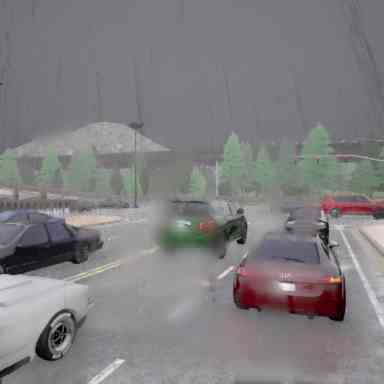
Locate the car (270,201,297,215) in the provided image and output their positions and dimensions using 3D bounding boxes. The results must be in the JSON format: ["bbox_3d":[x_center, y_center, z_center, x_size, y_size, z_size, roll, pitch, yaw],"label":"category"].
[{"bbox_3d":[9.937,1.564,33.024,4.181,1.385,1.994,0,0,20],"label":"car"}]

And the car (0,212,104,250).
[{"bbox_3d":[-4.731,1.547,9.426,2.033,1.411,5.357,0,0,22],"label":"car"}]

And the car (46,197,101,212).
[{"bbox_3d":[-13.507,1.543,37.682,5.357,1.411,2.033,0,0,20],"label":"car"}]

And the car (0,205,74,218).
[{"bbox_3d":[-7.116,1.477,12.902,1.882,1.535,5.008,0,0,22],"label":"car"}]

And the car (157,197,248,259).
[{"bbox_3d":[0.634,1.221,12.996,2.150,2.045,5.566,0,0,21],"label":"car"}]

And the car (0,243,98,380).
[{"bbox_3d":[-3.143,1.601,3.374,1.895,1.301,4.718,0,0,21],"label":"car"}]

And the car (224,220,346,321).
[{"bbox_3d":[2.271,1.564,7.472,1.994,1.385,4.181,0,0,21],"label":"car"}]

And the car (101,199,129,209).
[{"bbox_3d":[-10.416,1.558,44.013,4.181,1.385,1.994,0,0,20],"label":"car"}]

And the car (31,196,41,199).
[{"bbox_3d":[-21.647,1.347,48.034,5.008,1.535,1.882,2,1,20],"label":"car"}]

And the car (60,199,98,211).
[{"bbox_3d":[-14.133,1.555,41.625,4.181,1.385,1.994,0,0,20],"label":"car"}]

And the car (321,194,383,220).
[{"bbox_3d":[13.716,1.223,27.957,5.566,2.045,2.150,0,0,20],"label":"car"}]

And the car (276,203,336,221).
[{"bbox_3d":[5.504,1.492,15.774,2.128,1.511,4.902,0,0,22],"label":"car"}]

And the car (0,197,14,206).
[{"bbox_3d":[-25.600,1.355,42.013,5.357,1.411,2.033,3,1,20],"label":"car"}]
